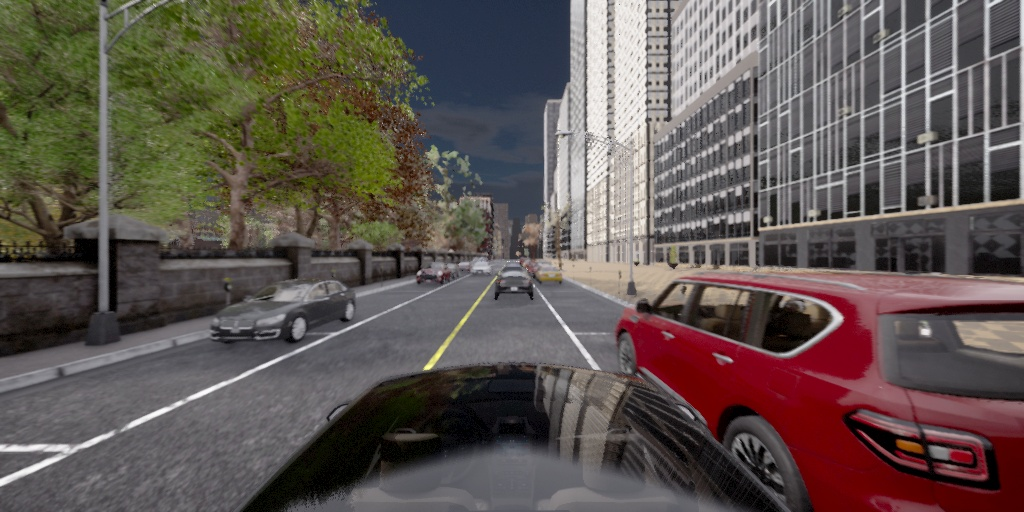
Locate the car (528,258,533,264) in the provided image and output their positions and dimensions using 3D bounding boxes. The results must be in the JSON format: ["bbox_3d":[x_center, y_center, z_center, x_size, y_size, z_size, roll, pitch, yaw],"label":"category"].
[{"bbox_3d":[2.700,1.191,32.082,1.967,1.591,4.097,0,0,0],"label":"car"}]

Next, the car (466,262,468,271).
[{"bbox_3d":[-5.677,1.346,43.348,1.802,1.307,4.207,0,0,0],"label":"car"}]

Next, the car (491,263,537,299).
[{"bbox_3d":[0.103,1.274,18.043,1.812,1.442,4.674,0,0,0],"label":"car"}]

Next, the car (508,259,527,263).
[{"bbox_3d":[0.109,1.301,34.866,2.033,1.411,5.357,0,0,0],"label":"car"}]

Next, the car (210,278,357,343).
[{"bbox_3d":[-5.690,1.300,9.557,2.007,1.370,4.403,0,0,0],"label":"car"}]

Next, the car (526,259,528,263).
[{"bbox_3d":[2.701,1.301,37.713,1.888,1.381,4.507,0,0,0],"label":"car"}]

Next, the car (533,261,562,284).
[{"bbox_3d":[2.698,1.274,26.621,1.751,1.417,4.829,0,0,0],"label":"car"}]

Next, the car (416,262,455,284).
[{"bbox_3d":[-5.683,1.189,26.454,1.967,1.591,4.097,0,0,0],"label":"car"}]

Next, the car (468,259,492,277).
[{"bbox_3d":[-3.031,1.281,36.223,1.812,1.442,4.674,0,0,0],"label":"car"}]

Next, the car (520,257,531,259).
[{"bbox_3d":[2.710,1.309,60.412,1.751,1.417,4.829,0,0,0],"label":"car"}]

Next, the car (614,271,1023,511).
[{"bbox_3d":[2.689,1.064,3.921,2.192,1.841,5.009,0,0,0],"label":"car"}]

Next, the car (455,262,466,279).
[{"bbox_3d":[-5.681,1.302,32.085,2.007,1.370,4.403,0,0,0],"label":"car"}]
